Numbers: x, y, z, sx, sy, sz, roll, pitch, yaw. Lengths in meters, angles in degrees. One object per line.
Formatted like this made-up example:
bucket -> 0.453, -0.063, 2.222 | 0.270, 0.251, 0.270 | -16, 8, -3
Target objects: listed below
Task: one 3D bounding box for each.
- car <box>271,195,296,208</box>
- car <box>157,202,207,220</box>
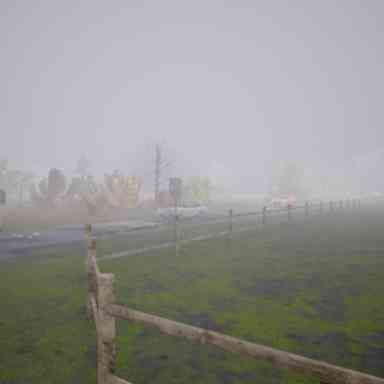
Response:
car -> 12.669, 1.250, 46.128 | 2.097, 1.767, 4.553 | 0, 0, 37
car -> -0.774, 1.522, 27.796 | 1.895, 1.301, 4.718 | 0, 0, 36
